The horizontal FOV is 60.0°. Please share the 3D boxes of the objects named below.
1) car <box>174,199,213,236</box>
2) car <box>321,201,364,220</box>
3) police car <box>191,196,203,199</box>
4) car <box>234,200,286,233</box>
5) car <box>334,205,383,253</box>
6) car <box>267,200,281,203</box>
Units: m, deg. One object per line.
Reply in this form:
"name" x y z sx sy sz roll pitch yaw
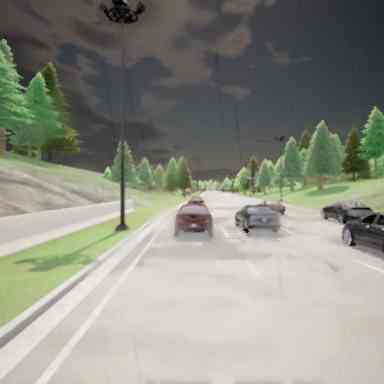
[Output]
"car" 0.094 1.365 17.747 1.882 1.535 5.008 0 0 0
"car" 10.636 1.345 23.134 2.128 1.511 4.902 0 0 1
"police car" 0.544 1.270 37.039 2.038 1.542 4.974 0 0 2
"car" 3.595 1.427 18.919 2.033 1.411 5.357 0 0 0
"car" 7.091 1.430 11.730 1.837 1.490 4.892 0 0 0
"car" 7.317 1.404 31.172 1.895 1.301 4.718 0 0 2
